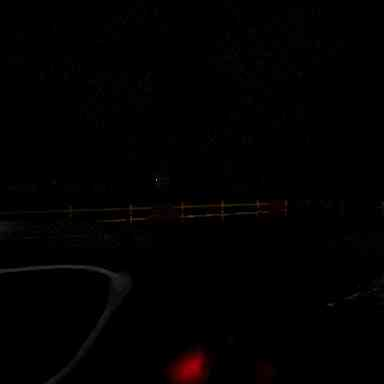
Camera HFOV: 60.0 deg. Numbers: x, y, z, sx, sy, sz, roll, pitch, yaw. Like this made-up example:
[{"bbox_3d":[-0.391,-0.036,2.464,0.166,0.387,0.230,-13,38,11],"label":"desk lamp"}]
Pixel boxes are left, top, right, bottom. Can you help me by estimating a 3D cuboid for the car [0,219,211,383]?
[{"bbox_3d":[-2.456,1.223,1.195,5.566,2.045,2.150,0,0,-36],"label":"car"}]
